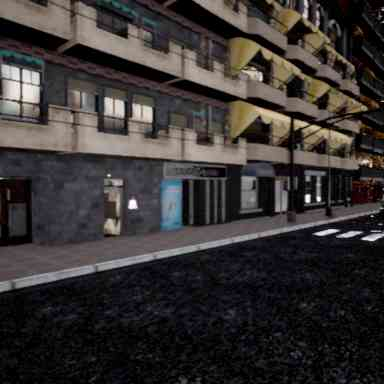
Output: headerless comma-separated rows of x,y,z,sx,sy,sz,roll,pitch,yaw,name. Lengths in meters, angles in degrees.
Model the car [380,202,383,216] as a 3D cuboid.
16.083,1.128,26.113,2.008,1.369,4.403,1,1,43,car
